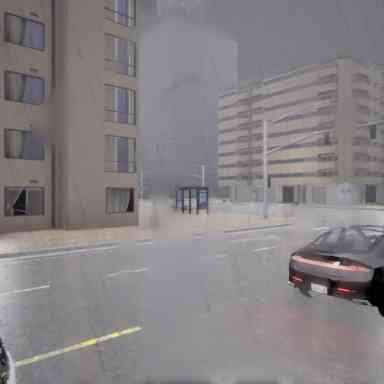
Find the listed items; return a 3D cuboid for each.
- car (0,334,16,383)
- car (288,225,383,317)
[{"bbox_3d":[-3.825,1.222,1.315,5.566,2.045,2.150,0,0,-32],"label":"car"},{"bbox_3d":[4.130,1.492,7.394,4.902,1.511,2.128,0,0,-39],"label":"car"}]
